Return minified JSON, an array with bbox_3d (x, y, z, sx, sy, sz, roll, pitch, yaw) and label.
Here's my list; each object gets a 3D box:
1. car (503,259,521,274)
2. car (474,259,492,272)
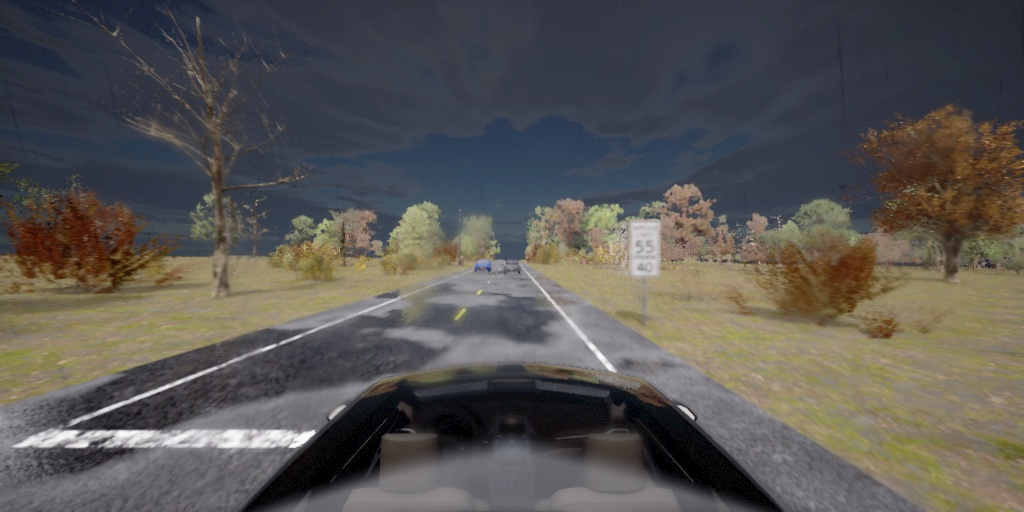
[{"bbox_3d":[0.010,1.171,39.087,2.128,1.511,4.902,0,0,0],"label":"car"},{"bbox_3d":[-3.490,1.151,44.091,1.882,1.535,5.008,0,0,0],"label":"car"}]
